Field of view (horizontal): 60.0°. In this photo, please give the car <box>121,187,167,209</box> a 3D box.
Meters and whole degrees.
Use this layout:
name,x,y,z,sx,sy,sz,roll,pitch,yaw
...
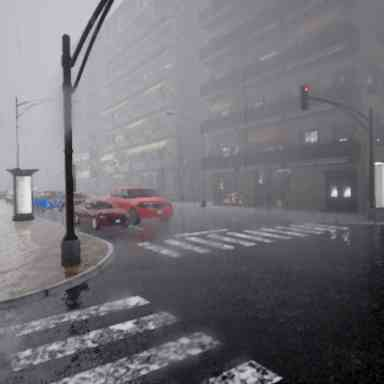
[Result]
name,x,y,z,sx,sy,sz,roll,pitch,yaw
car,-4.606,0.493,31.417,2.192,1.841,5.009,0,1,-36

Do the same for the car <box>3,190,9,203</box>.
name,x,y,z,sx,sy,sz,roll,pitch,yaw
car,-21.235,0.629,40.130,1.752,1.417,4.829,0,1,-36

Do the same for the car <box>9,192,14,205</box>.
name,x,y,z,sx,sy,sz,roll,pitch,yaw
car,-18.021,0.732,35.682,1.887,1.381,4.507,0,1,-36

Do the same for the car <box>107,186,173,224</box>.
name,x,y,z,sx,sy,sz,roll,pitch,yaw
car,-3.305,0.679,19.702,2.150,2.045,5.566,-2,2,-36

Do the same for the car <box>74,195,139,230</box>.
name,x,y,z,sx,sy,sz,roll,pitch,yaw
car,-4.772,1.074,17.341,1.887,1.381,4.507,0,1,-36

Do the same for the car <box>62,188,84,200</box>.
name,x,y,z,sx,sy,sz,roll,pitch,yaw
car,-17.857,0.276,49.761,1.967,1.590,4.097,0,1,-36

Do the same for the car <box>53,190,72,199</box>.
name,x,y,z,sx,sy,sz,roll,pitch,yaw
car,-21.170,0.316,54.348,1.947,1.339,4.313,0,1,-36

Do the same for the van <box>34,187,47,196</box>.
name,x,y,z,sx,sy,sz,roll,pitch,yaw
van,-31.107,-0.165,68.100,1.690,1.788,3.998,0,1,-36

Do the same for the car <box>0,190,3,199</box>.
name,x,y,z,sx,sy,sz,roll,pitch,yaw
car,-27.959,0.371,49.436,1.967,1.590,4.097,0,1,-36

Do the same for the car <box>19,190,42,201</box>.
name,x,y,z,sx,sy,sz,roll,pitch,yaw
car,-22.945,0.493,47.064,2.033,1.411,5.357,-2,2,-36

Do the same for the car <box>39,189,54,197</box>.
name,x,y,z,sx,sy,sz,roll,pitch,yaw
car,-27.895,0.102,63.656,1.752,1.417,4.829,0,1,-36

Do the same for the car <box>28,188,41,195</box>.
name,x,y,z,sx,sy,sz,roll,pitch,yaw
car,-34.420,-0.151,72.687,1.967,1.590,4.097,0,1,-36

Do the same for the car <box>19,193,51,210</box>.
name,x,y,z,sx,sy,sz,roll,pitch,yaw
car,-14.709,0.817,31.097,1.887,1.381,4.507,0,1,-36

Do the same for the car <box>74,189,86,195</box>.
name,x,y,z,sx,sy,sz,roll,pitch,yaw
car,-10.172,0.758,29.218,1.882,1.535,5.008,-2,3,-36

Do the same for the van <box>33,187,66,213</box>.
name,x,y,z,sx,sy,sz,roll,pitch,yaw
van,-11.395,0.699,26.508,1.690,1.788,3.998,0,1,-36
